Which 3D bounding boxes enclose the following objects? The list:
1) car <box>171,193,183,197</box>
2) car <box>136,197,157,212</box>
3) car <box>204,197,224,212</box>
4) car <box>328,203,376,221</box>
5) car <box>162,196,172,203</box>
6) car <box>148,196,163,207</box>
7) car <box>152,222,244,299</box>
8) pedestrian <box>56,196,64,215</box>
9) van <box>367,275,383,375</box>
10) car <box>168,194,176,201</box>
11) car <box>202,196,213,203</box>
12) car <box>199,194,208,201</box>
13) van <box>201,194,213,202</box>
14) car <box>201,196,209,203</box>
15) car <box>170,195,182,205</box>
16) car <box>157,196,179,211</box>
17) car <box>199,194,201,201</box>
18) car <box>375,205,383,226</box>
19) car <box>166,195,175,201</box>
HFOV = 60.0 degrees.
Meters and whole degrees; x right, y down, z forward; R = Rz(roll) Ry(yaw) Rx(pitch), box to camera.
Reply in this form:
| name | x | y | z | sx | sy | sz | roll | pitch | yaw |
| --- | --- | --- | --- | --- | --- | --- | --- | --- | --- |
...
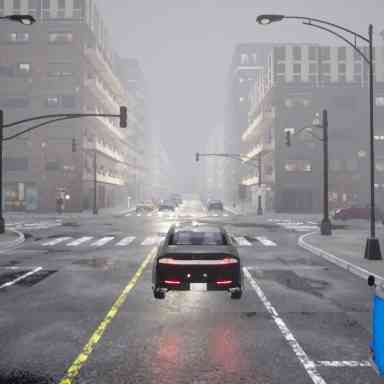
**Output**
| name | x | y | z | sx | sy | sz | roll | pitch | yaw |
| --- | --- | --- | --- | --- | --- | --- | --- | --- | --- |
| car | -2.931 | 1.252 | 61.512 | 2.150 | 2.045 | 5.566 | 0 | 0 | 1 |
| car | -5.591 | 1.544 | 39.722 | 1.752 | 1.417 | 4.829 | 1 | 0 | 0 |
| car | 2.788 | 1.585 | 39.875 | 1.947 | 1.339 | 4.313 | 1 | 0 | 0 |
| car | 13.702 | 1.612 | 28.036 | 4.097 | 1.590 | 1.967 | 0 | -1 | 1 |
| car | -5.519 | 1.584 | 73.748 | 1.887 | 1.381 | 4.507 | 1 | 0 | 0 |
| car | -5.566 | 1.465 | 51.178 | 1.967 | 1.590 | 4.097 | 1 | 0 | 0 |
| car | 0.119 | 1.495 | 8.416 | 2.128 | 1.511 | 4.902 | 0 | 0 | 0 |
| pedestrian | -12.472 | 1.221 | 31.349 | 0.375 | 1.860 | 0.375 | 0 | -1 | 1 |
| van | 2.678 | 1.342 | 1.928 | 1.690 | 1.788 | 3.998 | 1 | 0 | 0 |
| car | -5.482 | 1.491 | 90.676 | 1.967 | 1.590 | 4.097 | 1 | 0 | 0 |
| car | 2.800 | 1.573 | 45.517 | 2.008 | 1.369 | 4.403 | 1 | 0 | 0 |
| car | 2.889 | 1.362 | 85.015 | 2.192 | 1.841 | 5.009 | 1 | 0 | 0 |
| van | 2.828 | 1.369 | 56.802 | 1.690 | 1.788 | 3.998 | 1 | 0 | 0 |
| car | 2.860 | 1.621 | 73.730 | 1.802 | 1.307 | 4.206 | 1 | 0 | 0 |
| car | -2.985 | 1.550 | 50.774 | 1.812 | 1.442 | 4.674 | 0 | 0 | 0 |
| car | -3.014 | 1.567 | 40.870 | 2.033 | 1.411 | 5.357 | 0 | 0 | 0 |
| car | 2.849 | 1.561 | 68.257 | 1.752 | 1.417 | 4.829 | 1 | 0 | 0 |
| car | 13.580 | 1.585 | 19.655 | 4.313 | 1.339 | 1.947 | 0 | -1 | 1 |
| car | -5.495 | 1.598 | 85.033 | 2.008 | 1.369 | 4.403 | 1 | 0 | 0 |
